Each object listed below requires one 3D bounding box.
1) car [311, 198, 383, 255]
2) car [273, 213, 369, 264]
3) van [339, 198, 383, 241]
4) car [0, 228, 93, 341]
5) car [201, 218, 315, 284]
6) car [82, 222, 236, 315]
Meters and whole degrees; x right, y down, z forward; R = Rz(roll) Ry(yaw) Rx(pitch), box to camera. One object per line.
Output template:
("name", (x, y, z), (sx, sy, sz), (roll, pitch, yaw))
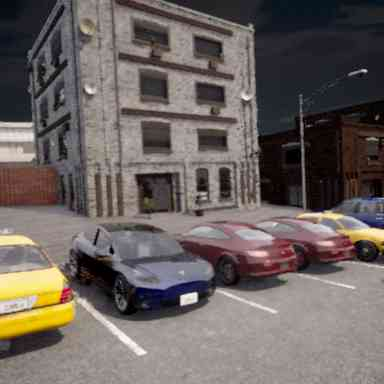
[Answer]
("car", (7.508, 1.271, 14.404), (2.435, 2.045, 5.566), (0, 0, -36))
("car", (2.983, 1.546, 11.134), (2.002, 1.452, 4.674), (0, 0, -36))
("van", (9.728, 1.305, 16.098), (1.878, 1.987, 4.442), (0, 0, -36))
("car", (-3.839, 1.479, 6.494), (1.946, 1.575, 5.366), (0, 0, -36))
("car", (0.813, 1.539, 9.584), (2.002, 1.452, 4.674), (0, 0, -36))
("car", (-1.442, 1.520, 7.942), (2.163, 1.488, 4.792), (0, 0, -36))
